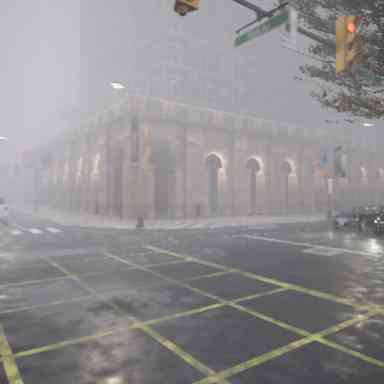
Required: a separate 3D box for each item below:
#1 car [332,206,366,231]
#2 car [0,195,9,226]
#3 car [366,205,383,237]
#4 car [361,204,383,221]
[{"bbox_3d":[11.133,1.658,21.731,4.902,1.511,2.128,1,0,-35],"label":"car"},{"bbox_3d":[-14.165,1.236,23.030,2.150,2.045,5.566,1,0,-36],"label":"car"},{"bbox_3d":[11.721,1.504,17.865,4.553,1.767,2.097,1,0,-35],"label":"car"},{"bbox_3d":[17.452,1.838,30.153,4.718,1.301,1.895,1,0,-36],"label":"car"}]
